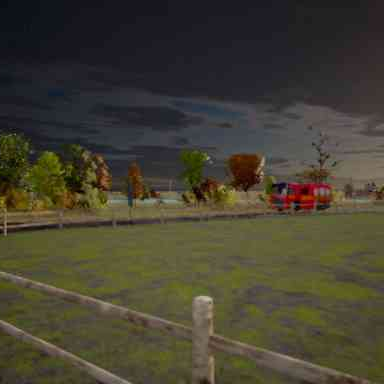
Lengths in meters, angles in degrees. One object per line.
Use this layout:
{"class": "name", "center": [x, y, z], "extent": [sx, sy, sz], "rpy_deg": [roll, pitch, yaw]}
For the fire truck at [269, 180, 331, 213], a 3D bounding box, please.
{"class": "fire truck", "center": [13.618, 0.527, 41.698], "extent": [8.468, 3.827, 2.891], "rpy_deg": [0, 0, -33]}
